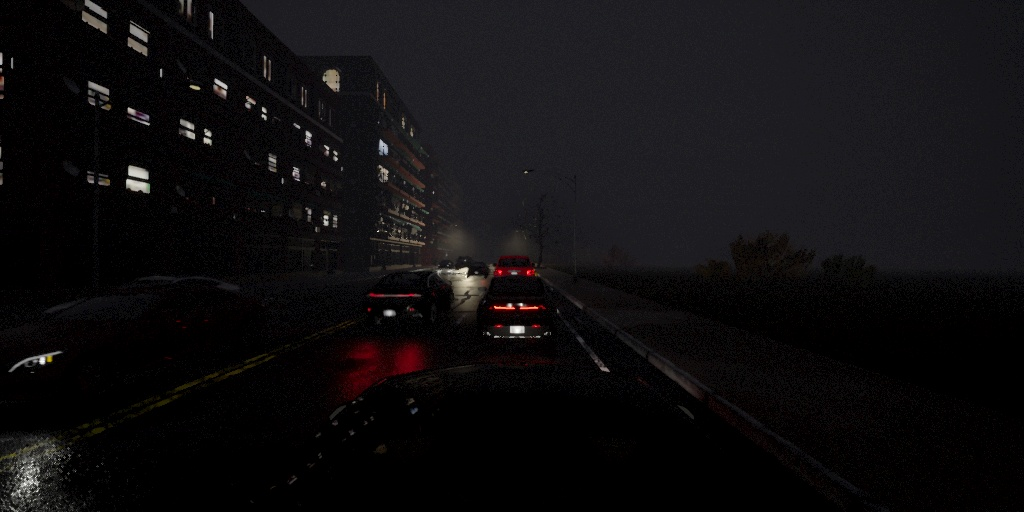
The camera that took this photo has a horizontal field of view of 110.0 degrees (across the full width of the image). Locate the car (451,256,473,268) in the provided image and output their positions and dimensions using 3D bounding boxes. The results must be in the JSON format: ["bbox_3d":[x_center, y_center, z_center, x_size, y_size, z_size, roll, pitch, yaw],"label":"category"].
[{"bbox_3d":[-6.557,0.974,49.968,2.150,2.045,5.566,0,0,0],"label":"car"}]

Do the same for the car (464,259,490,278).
[{"bbox_3d":[-3.134,1.279,33.876,1.812,1.442,4.674,0,0,0],"label":"car"}]

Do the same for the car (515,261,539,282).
[{"bbox_3d":[1.164,1.209,30.503,1.801,1.575,5.366,0,0,0],"label":"car"}]

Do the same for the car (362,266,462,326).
[{"bbox_3d":[-3.141,1.243,11.627,2.128,1.511,4.902,0,0,0],"label":"car"}]

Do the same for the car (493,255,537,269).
[{"bbox_3d":[0.116,0.974,20.095,2.150,2.045,5.566,0,0,0],"label":"car"}]

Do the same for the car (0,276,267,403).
[{"bbox_3d":[-6.594,1.276,6.491,1.812,1.442,4.674,0,0,0],"label":"car"}]

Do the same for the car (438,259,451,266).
[{"bbox_3d":[-9.798,1.257,53.481,1.837,1.490,4.892,0,0,0],"label":"car"}]

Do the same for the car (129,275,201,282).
[{"bbox_3d":[-9.842,1.277,10.121,1.812,1.442,4.674,0,0,0],"label":"car"}]

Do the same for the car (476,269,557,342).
[{"bbox_3d":[0.109,1.256,9.748,1.837,1.490,4.892,0,0,0],"label":"car"}]
